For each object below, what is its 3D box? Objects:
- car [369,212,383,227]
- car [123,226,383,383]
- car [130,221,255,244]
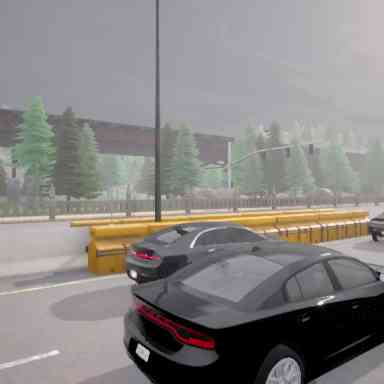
[{"bbox_3d":[9.950,1.491,15.145,4.902,1.511,2.128,0,0,-36],"label":"car"},{"bbox_3d":[1.513,1.478,4.824,5.008,1.535,1.882,0,0,-36],"label":"car"},{"bbox_3d":[0.712,1.505,8.553,4.892,1.490,1.837,0,0,-36],"label":"car"}]
